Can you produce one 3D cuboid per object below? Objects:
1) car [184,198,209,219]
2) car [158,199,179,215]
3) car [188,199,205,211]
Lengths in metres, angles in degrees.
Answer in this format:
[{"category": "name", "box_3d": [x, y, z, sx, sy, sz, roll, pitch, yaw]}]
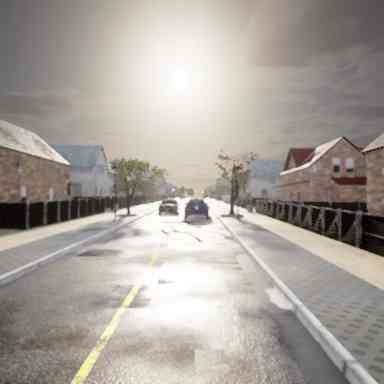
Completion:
[{"category": "car", "box_3d": [0.411, 1.319, 29.035, 2.097, 1.767, 4.553, 0, 0, 1]}, {"category": "car", "box_3d": [-2.338, 1.476, 33.879, 1.837, 1.490, 4.892, 0, 0, 1]}, {"category": "car", "box_3d": [0.542, 1.544, 40.973, 1.994, 1.385, 4.181, 0, 0, 1]}]
